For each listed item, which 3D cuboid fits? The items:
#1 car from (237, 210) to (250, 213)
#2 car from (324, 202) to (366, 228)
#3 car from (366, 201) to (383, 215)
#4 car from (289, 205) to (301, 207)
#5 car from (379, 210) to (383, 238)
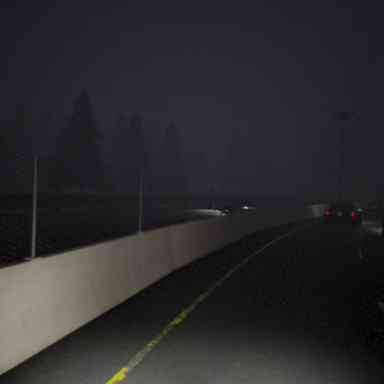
[{"bbox_3d":[4.882,1.452,34.221,2.033,1.411,5.357,2,1,35],"label":"car"},{"bbox_3d":[11.015,1.538,24.070,2.097,1.767,4.553,2,1,32],"label":"car"},{"bbox_3d":[21.032,1.768,37.651,2.097,1.767,4.553,2,1,38],"label":"car"},{"bbox_3d":[12.953,1.700,39.119,1.994,1.385,4.181,2,1,39],"label":"car"},{"bbox_3d":[10.331,1.822,16.109,1.895,1.301,4.718,2,0,28],"label":"car"}]
